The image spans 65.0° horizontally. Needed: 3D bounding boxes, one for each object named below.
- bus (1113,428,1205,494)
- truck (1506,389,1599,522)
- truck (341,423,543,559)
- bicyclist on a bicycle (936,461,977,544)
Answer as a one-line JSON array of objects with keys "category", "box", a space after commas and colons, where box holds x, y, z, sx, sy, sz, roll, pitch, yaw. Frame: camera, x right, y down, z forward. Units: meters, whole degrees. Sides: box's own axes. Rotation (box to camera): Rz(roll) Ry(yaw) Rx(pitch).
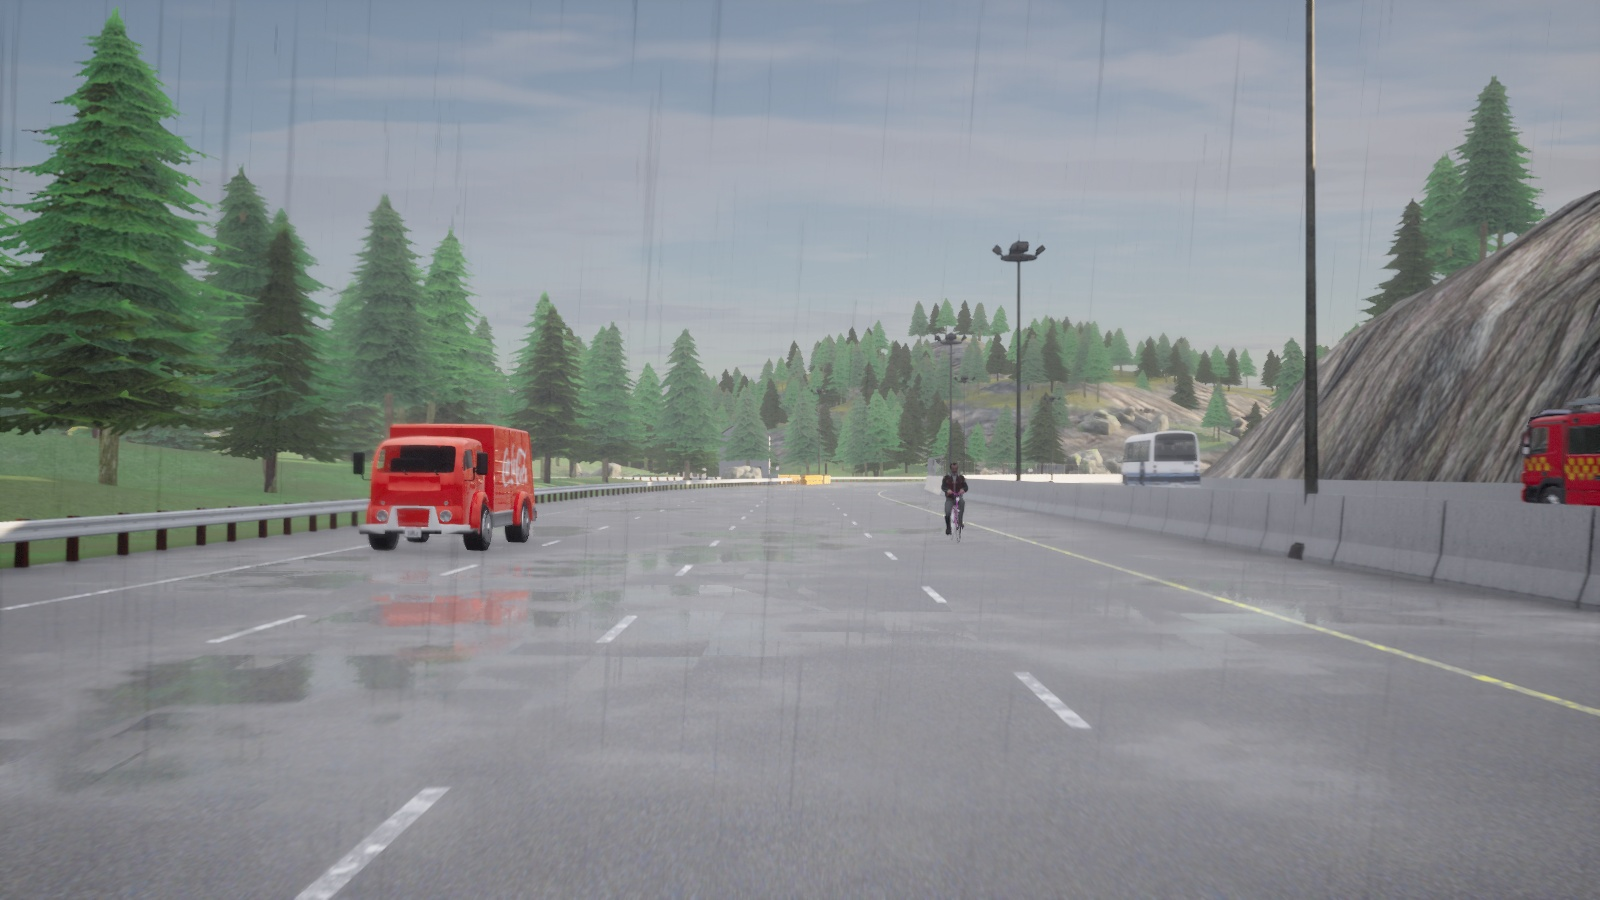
[{"category": "bus", "box": [24.729, 0.797, 87.085, 3.944, 4.253, 10.273, -1, -1, 4]}, {"category": "truck", "box": [24.407, 0.164, 36.533, 2.891, 3.827, 8.468, 0, -1, 0]}, {"category": "truck", "box": [-7.064, 0.783, 25.523, 2.627, 2.467, 5.204, 0, -1, 0]}, {"category": "bicyclist on a bicycle", "box": [3.432, 1.135, 27.664, 0.659, 1.776, 1.843, 0, -1, 0]}]
